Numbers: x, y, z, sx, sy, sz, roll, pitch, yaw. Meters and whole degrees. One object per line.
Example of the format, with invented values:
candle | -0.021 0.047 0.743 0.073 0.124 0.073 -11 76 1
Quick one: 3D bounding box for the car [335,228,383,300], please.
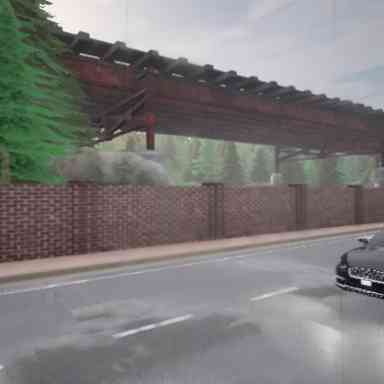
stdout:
car | 5.300 1.488 7.711 4.892 1.490 1.837 0 0 -35
